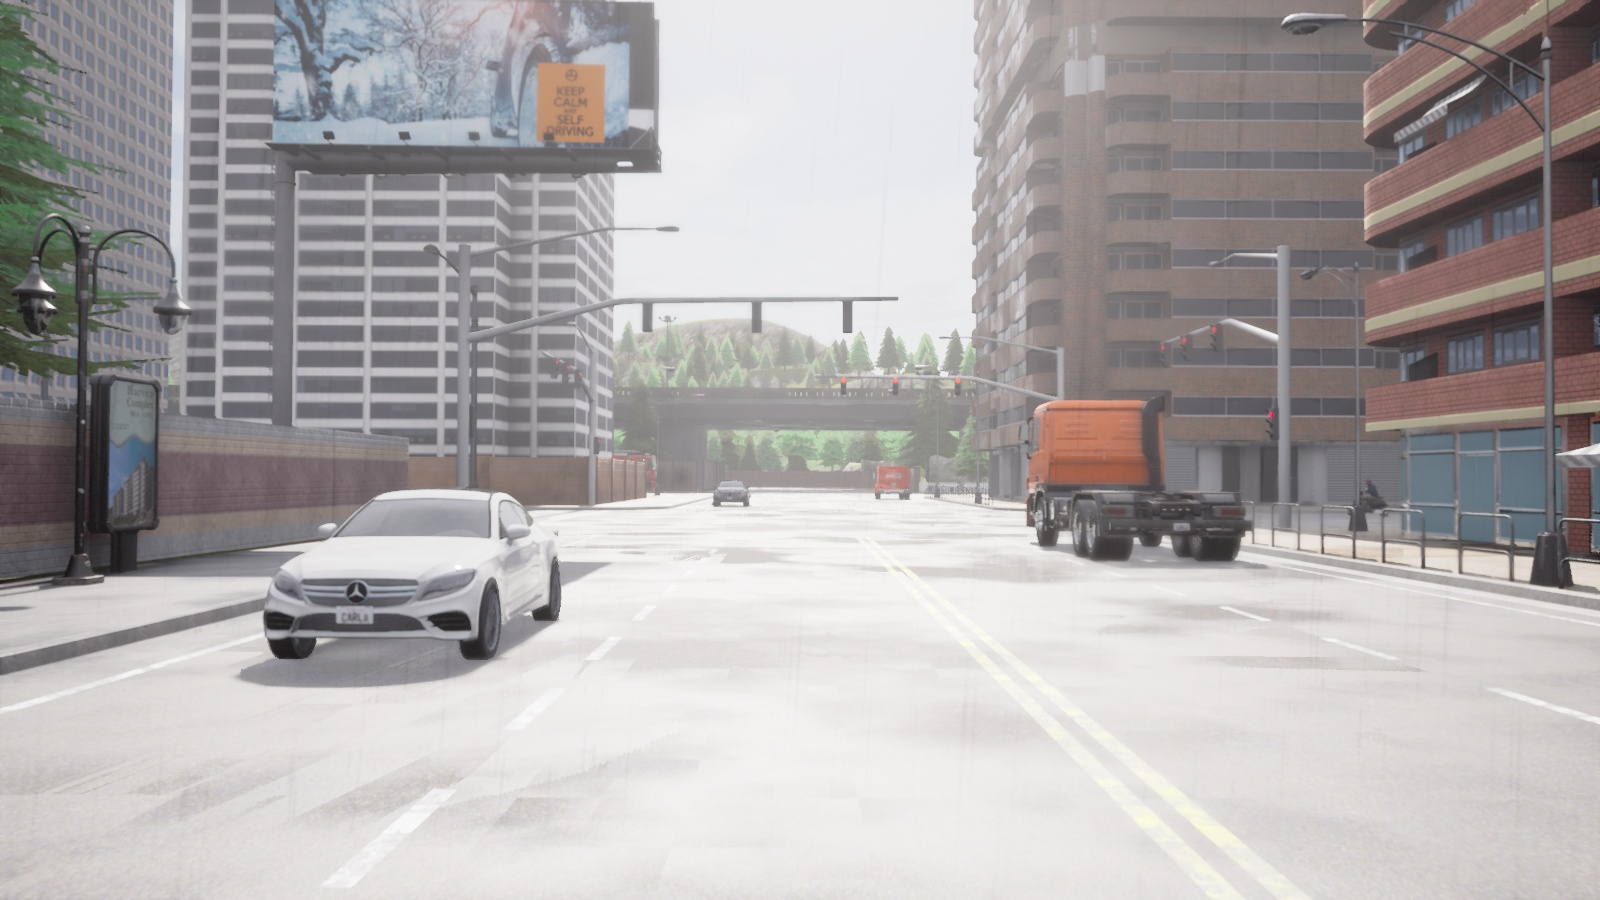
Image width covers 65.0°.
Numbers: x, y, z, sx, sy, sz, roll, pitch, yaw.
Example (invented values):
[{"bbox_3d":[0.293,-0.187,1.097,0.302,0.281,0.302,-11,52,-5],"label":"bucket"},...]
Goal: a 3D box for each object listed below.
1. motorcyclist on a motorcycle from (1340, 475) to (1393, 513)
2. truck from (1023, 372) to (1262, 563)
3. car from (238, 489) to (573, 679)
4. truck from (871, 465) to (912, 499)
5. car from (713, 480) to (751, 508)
[{"bbox_3d":[23.783,1.838,52.706,1.817,1.590,0.866,0,-1,0],"label":"motorcyclist on a motorcycle"},{"bbox_3d":[6.926,0.402,26.813,2.891,3.462,7.936,0,-1,0],"label":"truck"},{"bbox_3d":[-3.532,1.132,12.252,1.812,1.442,4.674,0,-1,0],"label":"car"},{"bbox_3d":[6.757,2.349,92.896,2.627,2.467,5.204,0,-1,0],"label":"truck"},{"bbox_3d":[-3.677,2.366,68.448,1.812,1.442,4.674,0,-1,0],"label":"car"}]
